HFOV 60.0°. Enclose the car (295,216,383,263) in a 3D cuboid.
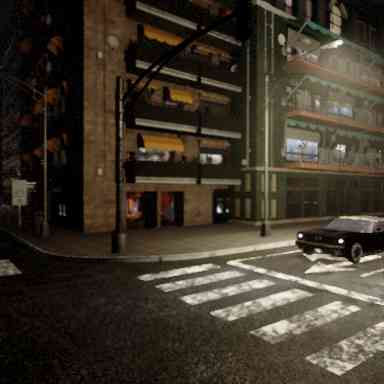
[{"bbox_3d":[5.806,1.554,11.823,4.718,1.301,1.895,0,0,-35],"label":"car"}]
